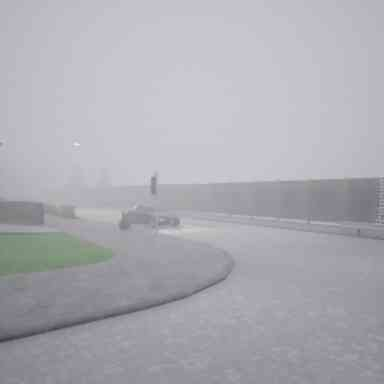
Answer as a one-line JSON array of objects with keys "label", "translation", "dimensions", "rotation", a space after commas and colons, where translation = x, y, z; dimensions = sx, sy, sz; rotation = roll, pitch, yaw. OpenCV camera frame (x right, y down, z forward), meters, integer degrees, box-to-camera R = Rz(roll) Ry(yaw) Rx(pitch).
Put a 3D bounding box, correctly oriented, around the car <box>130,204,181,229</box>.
[{"label": "car", "translation": [-2.606, 1.581, 22.379], "dimensions": [1.837, 1.490, 4.892], "rotation": [0, 0, -35]}]
